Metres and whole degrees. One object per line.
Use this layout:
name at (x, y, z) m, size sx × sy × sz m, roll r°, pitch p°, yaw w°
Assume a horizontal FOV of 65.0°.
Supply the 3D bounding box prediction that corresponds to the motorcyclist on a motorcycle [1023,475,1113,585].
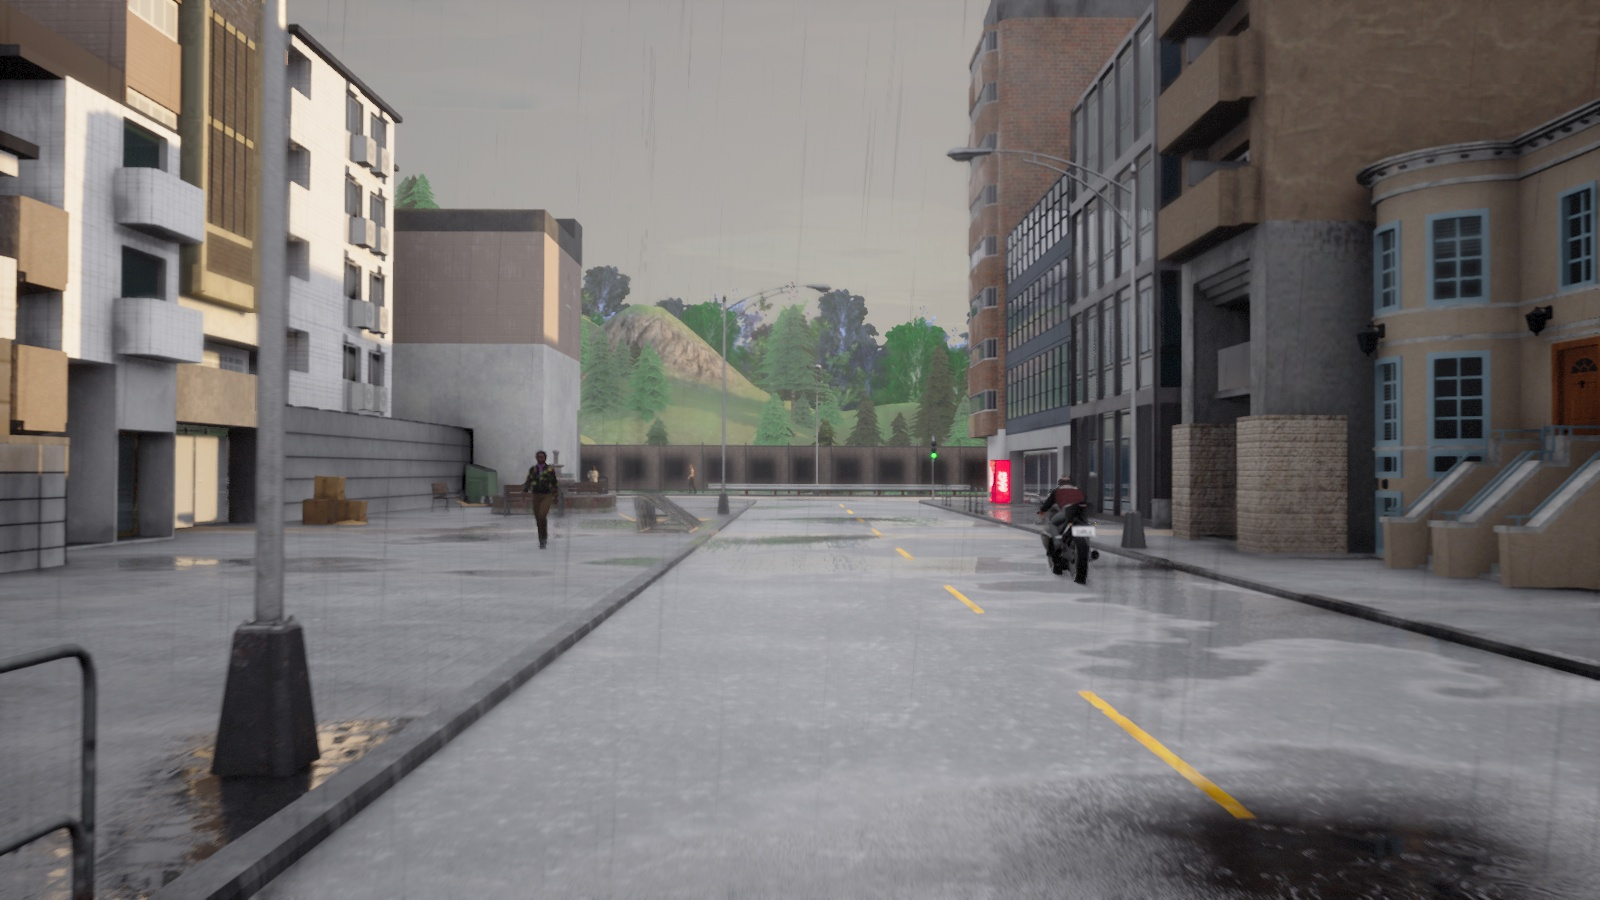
motorcyclist on a motorcycle at (3.954, 1.147, 18.707) m, size 0.866 × 1.530 × 2.191 m, roll 0°, pitch -1°, yaw 0°
